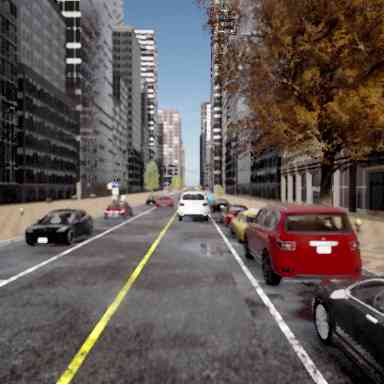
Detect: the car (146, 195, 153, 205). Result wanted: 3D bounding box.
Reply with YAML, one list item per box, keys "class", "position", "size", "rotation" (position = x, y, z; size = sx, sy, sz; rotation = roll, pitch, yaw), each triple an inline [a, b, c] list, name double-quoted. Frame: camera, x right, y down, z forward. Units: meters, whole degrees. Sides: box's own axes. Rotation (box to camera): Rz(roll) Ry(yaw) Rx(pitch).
- class: "car"
  position: [-5.689, 1.169, 48.845]
  size: [1.947, 1.339, 4.313]
  rotation: [0, 0, 0]

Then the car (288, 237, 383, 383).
- class: "car"
  position: [2.690, 1.522, 3.501]
  size: [2.008, 1.369, 4.403]
  rotation: [0, 0, 0]

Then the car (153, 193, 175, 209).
- class: "car"
  position: [-3.091, 1.163, 38.853]
  size: [1.882, 1.535, 5.008]
  rotation: [0, 0, 0]

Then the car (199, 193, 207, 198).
- class: "car"
  position: [2.693, 0.862, 82.853]
  size: [1.887, 1.381, 4.507]
  rotation: [0, 0, 0]

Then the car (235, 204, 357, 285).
- class: "car"
  position: [2.690, 1.241, 9.167]
  size: [2.192, 1.841, 5.009]
  rotation: [0, 0, 0]

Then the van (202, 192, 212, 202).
- class: "van"
  position: [2.691, 0.851, 60.178]
  size: [1.690, 1.788, 3.998]
  rotation: [0, 0, 0]

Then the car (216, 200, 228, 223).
- class: "car"
  position: [2.690, 1.417, 20.504]
  size: [1.802, 1.307, 4.206]
  rotation: [0, 0, 0]

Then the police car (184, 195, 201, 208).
- class: "police car"
  position: [0.094, 1.159, 42.452]
  size: [2.038, 1.542, 4.974]
  rotation: [0, 0, 0]

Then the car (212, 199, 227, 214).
- class: "car"
  position: [2.691, 1.309, 31.840]
  size: [1.947, 1.339, 4.313]
  rotation: [0, 0, 0]

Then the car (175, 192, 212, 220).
- class: "car"
  position: [0.098, 1.015, 25.540]
  size: [2.150, 2.045, 5.566]
  rotation: [0, 1, 0]

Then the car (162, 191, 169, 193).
- class: "car"
  position: [-5.689, 0.949, 60.180]
  size: [1.967, 1.590, 4.097]
  rotation: [0, 0, 0]

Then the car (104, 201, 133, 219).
- class: "car"
  position: [-5.690, 1.370, 26.174]
  size: [1.802, 1.307, 4.206]
  rotation: [0, 0, 0]

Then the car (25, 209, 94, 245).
- class: "car"
  position: [-5.690, 1.446, 14.837]
  size: [1.947, 1.339, 4.313]
  rotation: [0, 0, 0]

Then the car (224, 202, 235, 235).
- class: "car"
  position: [2.690, 1.404, 15.006]
  size: [1.752, 1.417, 4.829]
  rotation: [0, 0, 0]

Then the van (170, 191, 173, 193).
- class: "van"
  position: [-5.688, 0.755, 71.515]
  size: [1.690, 1.788, 3.998]
  rotation: [0, 0, 0]
